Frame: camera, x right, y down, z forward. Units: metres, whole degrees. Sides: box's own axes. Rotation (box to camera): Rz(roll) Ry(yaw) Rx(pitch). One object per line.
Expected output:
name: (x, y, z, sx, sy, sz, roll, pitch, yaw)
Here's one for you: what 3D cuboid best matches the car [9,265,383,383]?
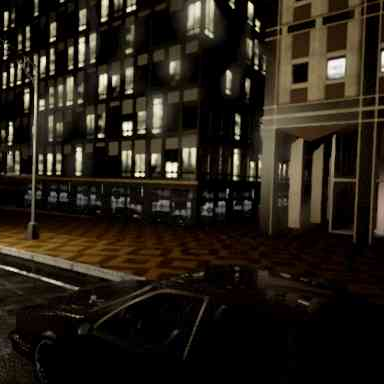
car: (0.340, 1.522, 3.320, 5.357, 1.411, 2.033, 1, 1, 35)
